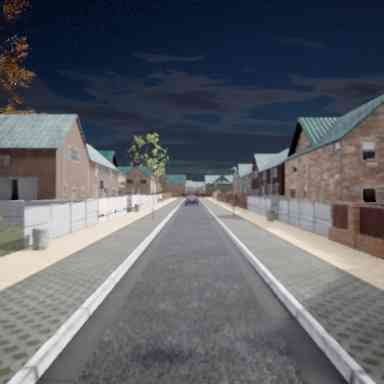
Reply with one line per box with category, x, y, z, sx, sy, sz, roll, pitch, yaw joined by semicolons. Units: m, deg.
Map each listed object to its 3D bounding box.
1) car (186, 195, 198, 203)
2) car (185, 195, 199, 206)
car;-0.004;1.353;61.532;1.994;1.385;4.181;0;0;0
car;-0.003;1.175;51.823;2.097;1.767;4.553;0;0;0
